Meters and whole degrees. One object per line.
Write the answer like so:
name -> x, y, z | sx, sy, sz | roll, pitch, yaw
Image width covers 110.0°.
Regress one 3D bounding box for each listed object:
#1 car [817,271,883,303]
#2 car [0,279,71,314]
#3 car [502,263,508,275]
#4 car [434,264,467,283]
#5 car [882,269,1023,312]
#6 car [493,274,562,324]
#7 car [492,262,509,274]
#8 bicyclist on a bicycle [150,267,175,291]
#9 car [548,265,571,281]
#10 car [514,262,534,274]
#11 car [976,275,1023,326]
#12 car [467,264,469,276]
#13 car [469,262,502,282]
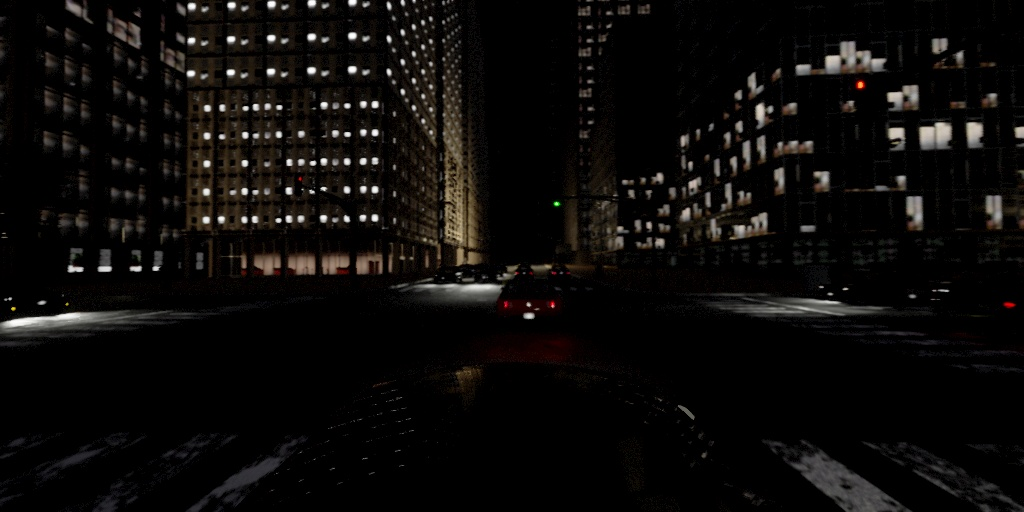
car -> 17.679, 1.388, 16.758 | 5.357, 1.411, 2.033 | 0, -1, 4
car -> -19.347, 1.557, 13.416 | 4.181, 1.385, 1.994 | 0, -1, 4
car -> -1.970, 1.692, 42.302 | 2.033, 1.411, 5.357 | -1, -1, 2
car -> -5.588, 1.588, 31.907 | 1.837, 1.490, 4.892 | -1, 0, 2
car -> 17.713, 1.253, 13.498 | 4.902, 1.511, 2.128 | 0, -1, 4
car -> 0.543, 1.445, 12.287 | 1.895, 1.301, 4.718 | 0, -1, 2
car -> -1.626, 1.721, 52.354 | 2.128, 1.511, 4.902 | -1, 0, 2
bicyclist on a bicycle -> -23.992, 1.594, 24.674 | 0.582, 1.620, 1.656 | 0, -1, 4
car -> 4.405, 1.561, 33.879 | 2.033, 1.411, 5.357 | -1, -1, 2
car -> 1.173, 1.594, 34.458 | 2.033, 1.411, 5.357 | -1, -1, 2
car -> 14.189, 1.188, 7.511 | 5.357, 1.411, 2.033 | -1, -1, 11
car -> -5.267, 1.641, 41.250 | 1.882, 1.535, 5.008 | -1, -1, 2
car -> -2.320, 1.552, 32.617 | 2.128, 1.511, 4.902 | -1, -1, 1
